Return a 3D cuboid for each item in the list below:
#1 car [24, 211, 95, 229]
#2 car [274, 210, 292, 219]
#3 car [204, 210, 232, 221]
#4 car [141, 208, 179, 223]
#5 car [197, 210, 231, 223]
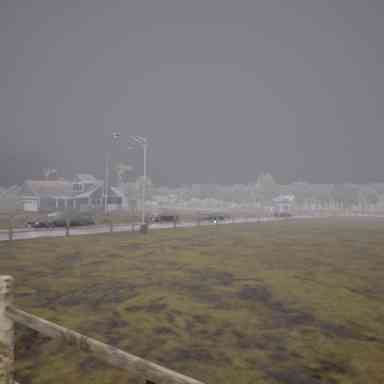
[{"bbox_3d":[-10.392,2.234,26.579,2.033,1.411,5.357,0,-2,35],"label":"car"},{"bbox_3d":[16.299,3.914,59.190,1.882,1.535,5.008,0,-3,35],"label":"car"},{"bbox_3d":[3.694,3.247,46.433,1.994,1.385,4.181,0,-3,36],"label":"car"},{"bbox_3d":[-3.418,2.525,36.437,2.097,1.767,4.553,0,-2,35],"label":"car"},{"bbox_3d":[2.484,2.911,39.671,2.128,1.511,4.902,0,-2,35],"label":"car"}]
